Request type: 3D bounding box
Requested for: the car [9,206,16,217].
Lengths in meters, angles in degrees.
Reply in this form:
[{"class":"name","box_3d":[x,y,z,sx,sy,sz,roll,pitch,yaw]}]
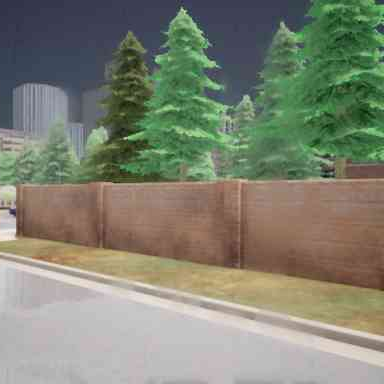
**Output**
[{"class":"car","box_3d":[-14.016,1.456,30.448,1.882,1.535,5.008,0,0,35]}]
